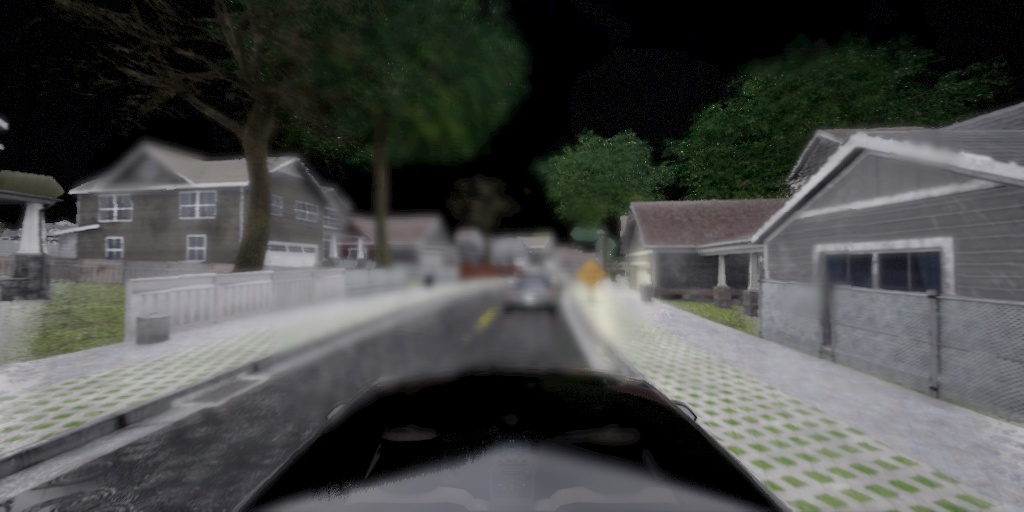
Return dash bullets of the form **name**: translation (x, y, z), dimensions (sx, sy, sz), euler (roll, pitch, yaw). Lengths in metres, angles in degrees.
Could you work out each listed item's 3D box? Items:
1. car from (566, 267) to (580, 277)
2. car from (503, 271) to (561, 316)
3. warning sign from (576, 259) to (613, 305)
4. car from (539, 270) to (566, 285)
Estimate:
- **car**: translation (10.288, 2.598, 59.297), dimensions (1.882, 1.535, 5.008), euler (-1, -2, 25)
- **car**: translation (0.848, 1.482, 14.382), dimensions (1.994, 1.385, 4.181), euler (0, -1, 7)
- **warning sign**: translation (3.301, 1.040, 14.782), dimensions (1.300, 1.860, 1.060), euler (0, 0, 6)
- **car**: translation (2.654, 1.712, 26.736), dimensions (2.033, 1.411, 5.357), euler (0, -1, 12)
